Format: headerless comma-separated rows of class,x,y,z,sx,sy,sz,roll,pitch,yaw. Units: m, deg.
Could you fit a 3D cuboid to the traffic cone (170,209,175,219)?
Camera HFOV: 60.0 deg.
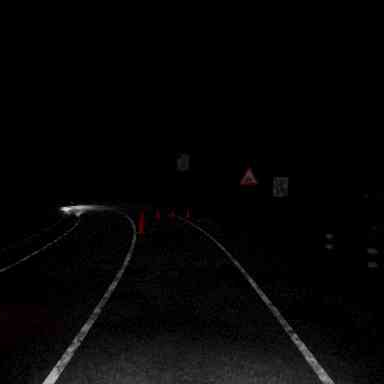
traffic cone,-1.266,1.448,21.954,0.340,0.580,0.340,-1,2,-7

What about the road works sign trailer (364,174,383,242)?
road works sign trailer,7.389,0.811,10.801,2.380,2.880,3.560,43,2,-1

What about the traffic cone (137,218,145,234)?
traffic cone,-2.417,1.658,15.749,0.340,0.580,0.340,-1,2,-8

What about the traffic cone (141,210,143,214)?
traffic cone,-2.964,1.553,19.710,0.340,0.580,0.340,-1,2,-8

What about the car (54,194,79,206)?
car,-15.491,0.976,40.991,1.895,1.301,4.718,-5,3,-36

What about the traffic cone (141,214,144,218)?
traffic cone,-2.691,1.606,17.730,0.340,0.580,0.340,-1,2,-8
